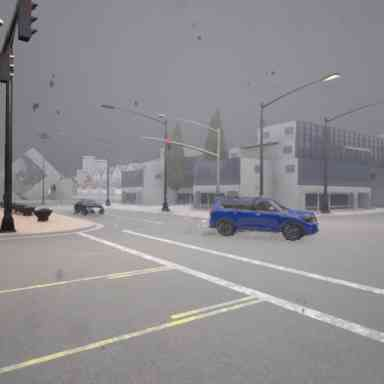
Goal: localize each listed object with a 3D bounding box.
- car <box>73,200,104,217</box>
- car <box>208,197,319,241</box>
[{"bbox_3d":[-10.022,1.499,32.166,2.128,1.511,4.902,1,0,-35],"label":"car"},{"bbox_3d":[3.557,1.276,17.194,5.566,2.045,2.150,0,1,27],"label":"car"}]
